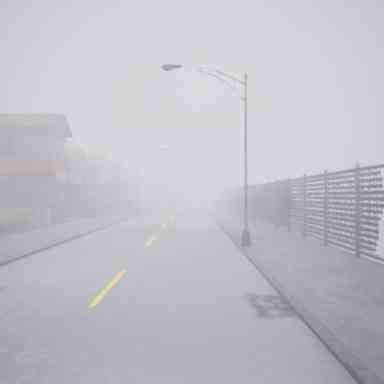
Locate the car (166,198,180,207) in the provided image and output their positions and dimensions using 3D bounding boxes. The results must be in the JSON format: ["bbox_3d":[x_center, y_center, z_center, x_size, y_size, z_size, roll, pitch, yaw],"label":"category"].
[{"bbox_3d":[-4.023,2.107,65.726,2.097,1.767,4.553,0,-1,0],"label":"car"}]
